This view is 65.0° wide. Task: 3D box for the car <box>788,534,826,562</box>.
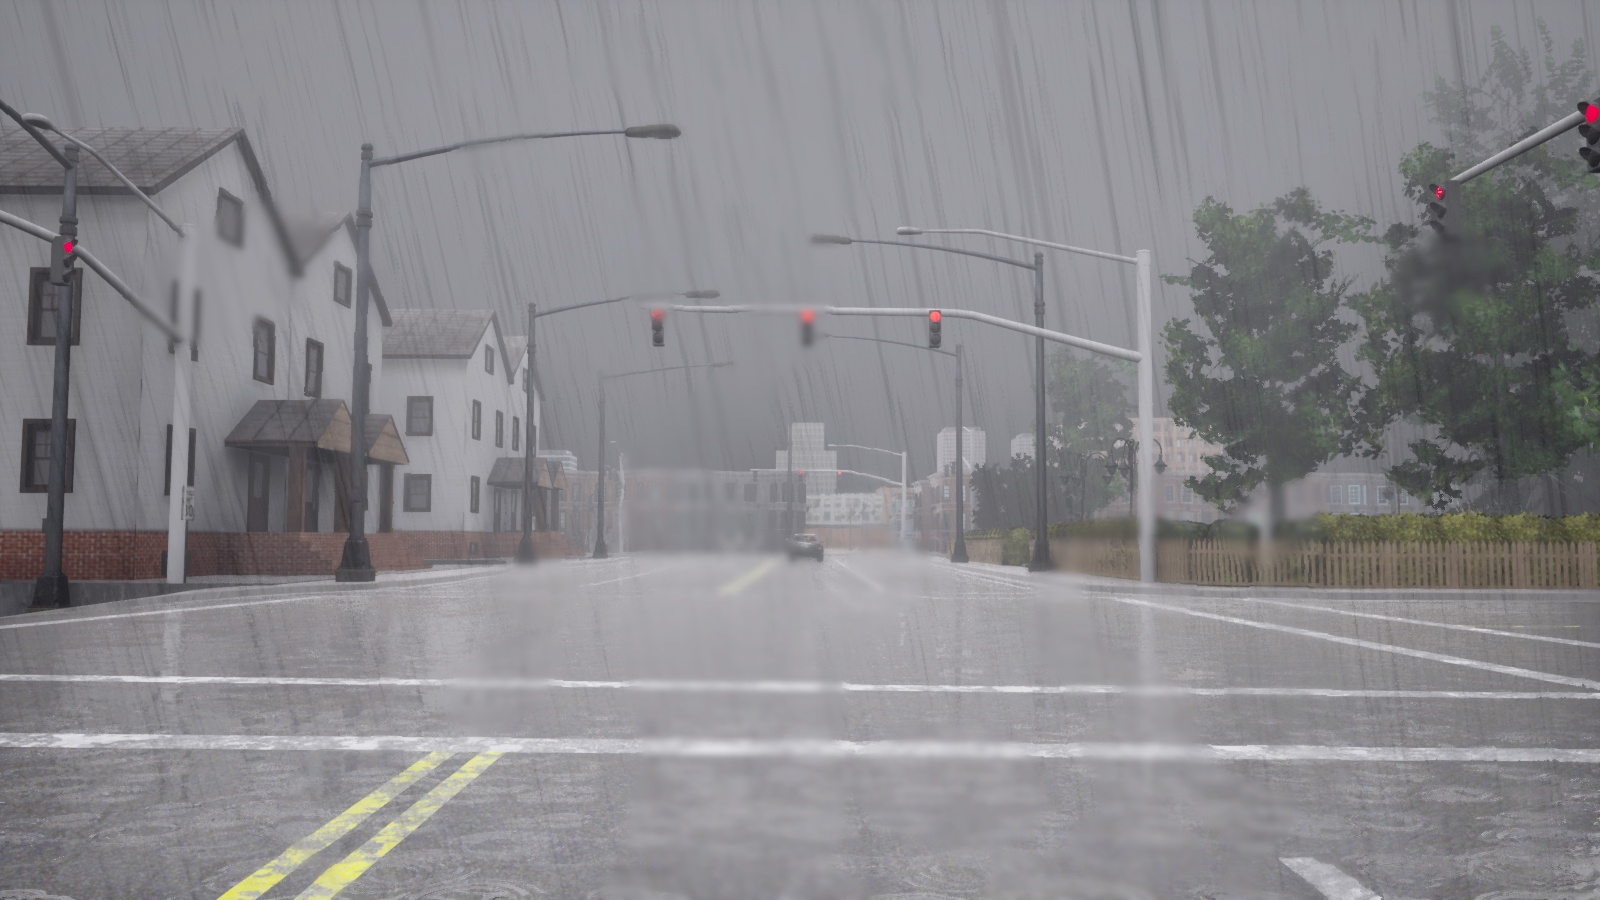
[{"bbox_3d":[0.366,5.232,67.110,1.970,1.475,3.806,0,-4,1],"label":"car"}]
